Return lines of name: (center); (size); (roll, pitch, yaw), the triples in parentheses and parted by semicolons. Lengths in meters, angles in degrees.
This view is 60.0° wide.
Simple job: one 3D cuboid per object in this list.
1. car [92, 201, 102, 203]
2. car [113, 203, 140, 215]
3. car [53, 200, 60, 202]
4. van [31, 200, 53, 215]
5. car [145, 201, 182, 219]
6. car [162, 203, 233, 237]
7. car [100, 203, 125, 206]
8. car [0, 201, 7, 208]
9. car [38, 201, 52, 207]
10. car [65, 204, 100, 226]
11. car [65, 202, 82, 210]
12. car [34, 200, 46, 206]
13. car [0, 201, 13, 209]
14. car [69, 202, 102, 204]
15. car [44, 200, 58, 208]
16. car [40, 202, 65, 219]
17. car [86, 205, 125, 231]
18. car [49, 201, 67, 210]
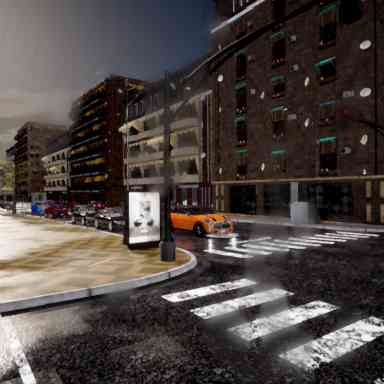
car: (-14.846, 2.119, 50.748); (1.967, 1.590, 4.097); (-2, 0, -36)
car: (-8.264, 2.097, 41.761); (1.802, 1.307, 4.206); (-2, 0, -36)
car: (-20.255, 2.308, 48.526); (1.994, 1.385, 4.181); (-1, -1, -36)
van: (-19.687, 2.035, 43.077); (1.690, 1.788, 3.998); (-2, 0, -36)
car: (-3.016, 1.824, 34.571); (1.967, 1.590, 4.097); (-2, 0, -36)
car: (0.342, 1.580, 19.891); (2.097, 1.767, 4.553); (-1, -1, -37)
car: (-5.630, 1.924, 28.112); (2.033, 1.411, 5.357); (-1, -1, -35)
car: (-44.459, 2.863, 77.450); (1.887, 1.381, 4.507); (-2, 0, -36)
car: (-34.404, 2.737, 77.839); (1.947, 1.339, 4.313); (-2, 0, -36)
car: (-8.709, 1.969, 27.702); (2.008, 1.369, 4.403); (-2, 0, -36)
car: (-21.365, 2.425, 59.776); (1.802, 1.307, 4.206); (-2, 0, -36)
car: (-37.664, 2.798, 82.355); (1.887, 1.381, 4.507); (-2, 0, -36)
car: (-37.940, 2.704, 68.419); (2.008, 1.369, 4.403); (-2, 0, -36)
car: (-11.731, 2.129, 36.572); (1.895, 1.301, 4.718); (-1, -1, -36)
car: (-31.148, 2.529, 73.323); (1.967, 1.590, 4.097); (-2, 0, -36)
car: (-14.776, 2.115, 36.185); (1.887, 1.381, 4.507); (-2, 0, -36)
car: (-5.449, 1.888, 23.186); (2.008, 1.369, 4.403); (-2, 0, -36)
car: (-23.502, 2.389, 58.328); (1.812, 1.442, 4.674); (-1, -1, -36)
